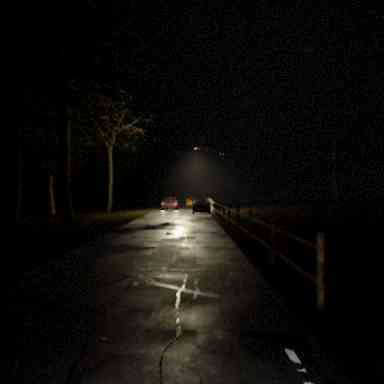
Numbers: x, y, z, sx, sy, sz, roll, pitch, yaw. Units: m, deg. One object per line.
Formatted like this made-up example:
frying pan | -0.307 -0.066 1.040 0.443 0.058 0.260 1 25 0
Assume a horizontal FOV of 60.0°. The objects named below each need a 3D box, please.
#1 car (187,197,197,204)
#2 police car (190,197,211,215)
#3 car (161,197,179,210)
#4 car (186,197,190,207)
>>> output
car | 0.019 1.738 70.795 2.033 1.411 5.357 0 -1 0
police car | 0.972 1.479 35.214 1.930 1.638 5.238 0 0 0
car | -2.826 1.437 43.200 2.097 1.767 4.553 0 0 0
car | 0.015 1.609 52.980 1.882 1.535 5.008 0 0 0
